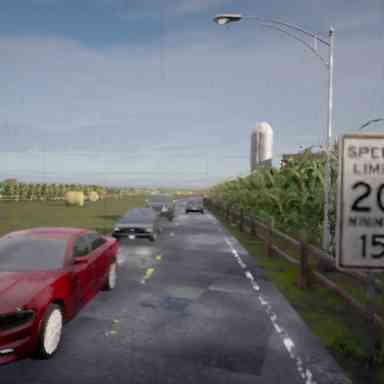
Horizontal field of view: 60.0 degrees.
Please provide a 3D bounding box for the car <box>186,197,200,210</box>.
[{"bbox_3d":[0.148,1.608,47.434,1.837,1.490,4.892,1,0,0],"label":"car"}]

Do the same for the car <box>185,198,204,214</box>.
[{"bbox_3d":[0.285,1.643,36.174,1.994,1.385,4.181,1,0,0],"label":"car"}]

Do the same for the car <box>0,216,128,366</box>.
[{"bbox_3d":[-2.738,1.425,6.107,1.882,1.535,5.008,1,0,1],"label":"car"}]

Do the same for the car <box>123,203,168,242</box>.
[{"bbox_3d":[-2.542,1.520,16.700,2.033,1.411,5.357,1,0,0],"label":"car"}]

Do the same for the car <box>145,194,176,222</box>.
[{"bbox_3d":[-2.526,1.212,27.142,2.150,2.045,5.566,2,0,0],"label":"car"}]
